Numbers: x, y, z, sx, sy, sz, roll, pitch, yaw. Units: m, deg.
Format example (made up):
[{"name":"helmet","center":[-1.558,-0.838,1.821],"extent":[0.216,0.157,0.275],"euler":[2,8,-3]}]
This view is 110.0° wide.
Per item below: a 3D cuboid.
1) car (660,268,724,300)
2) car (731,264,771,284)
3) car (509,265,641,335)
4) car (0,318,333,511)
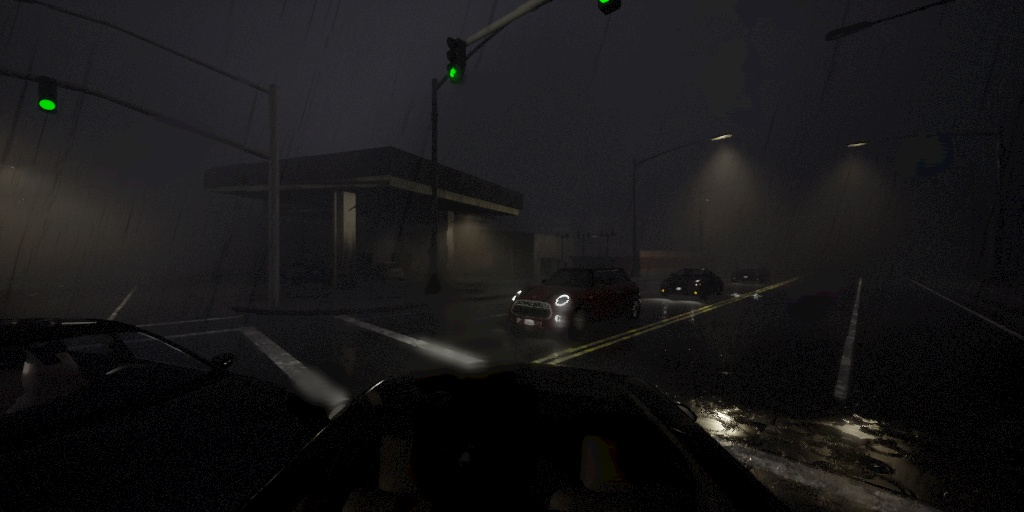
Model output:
[{"name":"car","center":[9.026,1.322,17.892],"extent":[1.994,1.385,4.181],"euler":[0,0,44]},{"name":"car","center":[18.122,1.328,27.121],"extent":[1.994,1.385,4.181],"euler":[0,0,44]},{"name":"car","center":[2.014,1.106,10.758],"extent":[2.097,1.767,4.553],"euler":[0,0,45]},{"name":"car","center":[-3.445,1.241,2.410],"extent":[4.902,1.511,2.128],"euler":[0,0,14]}]
